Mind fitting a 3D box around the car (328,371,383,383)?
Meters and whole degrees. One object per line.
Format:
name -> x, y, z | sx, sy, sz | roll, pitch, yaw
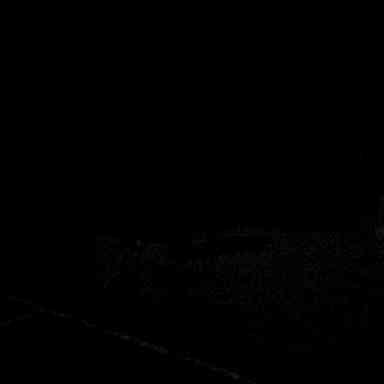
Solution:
car -> 2.554, 1.568, 1.259 | 4.206, 1.307, 1.802 | -1, 0, 36
